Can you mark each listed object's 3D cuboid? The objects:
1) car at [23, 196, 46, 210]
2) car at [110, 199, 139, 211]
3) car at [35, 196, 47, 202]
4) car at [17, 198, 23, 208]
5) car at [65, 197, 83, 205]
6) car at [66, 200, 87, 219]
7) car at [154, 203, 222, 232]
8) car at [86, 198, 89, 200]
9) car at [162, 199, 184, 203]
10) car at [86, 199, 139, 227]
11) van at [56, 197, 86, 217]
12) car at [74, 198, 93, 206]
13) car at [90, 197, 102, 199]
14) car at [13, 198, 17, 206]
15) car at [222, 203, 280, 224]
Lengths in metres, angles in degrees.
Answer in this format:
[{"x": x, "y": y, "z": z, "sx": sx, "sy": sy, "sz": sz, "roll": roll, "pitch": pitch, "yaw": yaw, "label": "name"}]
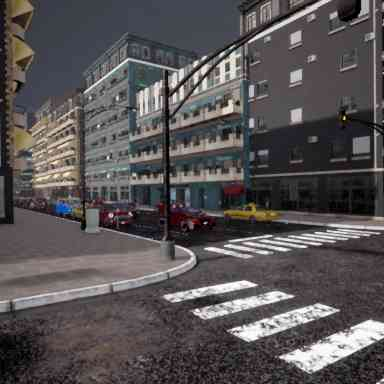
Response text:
[{"x": -21.868, "y": 1.628, "z": 46.489, "sx": 1.967, "sy": 1.590, "sz": 4.097, "roll": -1, "pitch": 1, "yaw": -36, "label": "car"}, {"x": -8.615, "y": 1.581, "z": 42.349, "sx": 2.008, "sy": 1.369, "sz": 4.403, "roll": -1, "pitch": 1, "yaw": -36, "label": "car"}, {"x": -37.555, "y": 1.728, "z": 82.888, "sx": 1.887, "sy": 1.381, "sz": 4.507, "roll": -1, "pitch": 1, "yaw": -36, "label": "car"}, {"x": -25.082, "y": 1.769, "z": 50.994, "sx": 1.947, "sy": 1.339, "sz": 4.313, "roll": -1, "pitch": 1, "yaw": -36, "label": "car"}, {"x": -21.478, "y": 1.645, "z": 60.366, "sx": 2.008, "sy": 1.369, "sz": 4.403, "roll": -1, "pitch": 1, "yaw": -36, "label": "car"}, {"x": -8.906, "y": 1.652, "z": 28.334, "sx": 1.752, "sy": 1.417, "sz": 4.829, "roll": -1, "pitch": 1, "yaw": -36, "label": "car"}, {"x": -0.391, "y": 1.623, "z": 20.865, "sx": 1.994, "sy": 1.385, "sz": 4.181, "roll": -1, "pitch": 1, "yaw": -36, "label": "car"}, {"x": -14.688, "y": 1.629, "z": 40.929, "sx": 1.837, "sy": 1.490, "sz": 4.892, "roll": -1, "pitch": 0, "yaw": -35, "label": "car"}, {"x": -2.186, "y": 1.441, "z": 33.340, "sx": 1.967, "sy": 1.590, "sz": 4.097, "roll": -1, "pitch": 1, "yaw": -36, "label": "car"}, {"x": -5.791, "y": 1.553, "z": 23.968, "sx": 1.967, "sy": 1.590, "sz": 4.097, "roll": -1, "pitch": 1, "yaw": -36, "label": "car"}, {"x": -12.223, "y": 1.483, "z": 32.975, "sx": 1.690, "sy": 1.788, "sz": 3.998, "roll": -1, "pitch": 1, "yaw": -36, "label": "van"}, {"x": -18.262, "y": 1.643, "z": 55.862, "sx": 1.947, "sy": 1.339, "sz": 4.313, "roll": -1, "pitch": 1, "yaw": -36, "label": "car"}, {"x": -15.048, "y": 1.502, "z": 51.356, "sx": 1.967, "sy": 1.590, "sz": 4.097, "roll": -1, "pitch": 1, "yaw": -36, "label": "car"}, {"x": -31.513, "y": 1.782, "z": 60.002, "sx": 1.887, "sy": 1.381, "sz": 4.507, "roll": -1, "pitch": 1, "yaw": -36, "label": "car"}, {"x": 4.148, "y": 1.498, "z": 24.471, "sx": 1.752, "sy": 1.417, "sz": 4.829, "roll": -1, "pitch": 1, "yaw": -36, "label": "car"}]
